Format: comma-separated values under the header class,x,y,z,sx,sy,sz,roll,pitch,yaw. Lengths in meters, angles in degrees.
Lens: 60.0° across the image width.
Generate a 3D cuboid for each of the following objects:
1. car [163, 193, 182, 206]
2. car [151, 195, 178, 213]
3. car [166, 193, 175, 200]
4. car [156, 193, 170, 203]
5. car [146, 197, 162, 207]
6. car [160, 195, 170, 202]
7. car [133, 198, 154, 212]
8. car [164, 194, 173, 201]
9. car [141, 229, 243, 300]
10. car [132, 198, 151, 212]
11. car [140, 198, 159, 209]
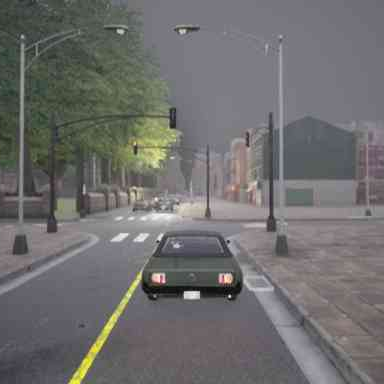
class,x,y,z,sx,sy,sz,roll,pitch,yaw
car,-3.070,1.271,52.183,2.097,1.767,4.553,0,0,0
car,-2.958,1.422,36.688,2.128,1.511,4.902,0,0,0
car,-5.936,1.295,93.067,2.192,1.841,5.009,1,0,0
car,-5.714,1.239,65.816,2.192,1.841,5.009,1,0,0
car,-5.587,1.486,49.465,1.947,1.339,4.313,1,0,0
car,-5.761,1.370,71.266,1.967,1.590,4.097,1,0,0
car,-5.552,1.454,38.854,1.752,1.417,4.829,1,0,0
car,-5.850,1.390,82.166,1.967,1.590,4.097,1,0,0
car,0.027,1.581,8.256,1.895,1.301,4.718,0,0,1
car,-5.512,1.482,36.880,2.008,1.369,4.403,1,0,0
car,-5.542,1.475,44.015,2.008,1.369,4.403,1,0,0
